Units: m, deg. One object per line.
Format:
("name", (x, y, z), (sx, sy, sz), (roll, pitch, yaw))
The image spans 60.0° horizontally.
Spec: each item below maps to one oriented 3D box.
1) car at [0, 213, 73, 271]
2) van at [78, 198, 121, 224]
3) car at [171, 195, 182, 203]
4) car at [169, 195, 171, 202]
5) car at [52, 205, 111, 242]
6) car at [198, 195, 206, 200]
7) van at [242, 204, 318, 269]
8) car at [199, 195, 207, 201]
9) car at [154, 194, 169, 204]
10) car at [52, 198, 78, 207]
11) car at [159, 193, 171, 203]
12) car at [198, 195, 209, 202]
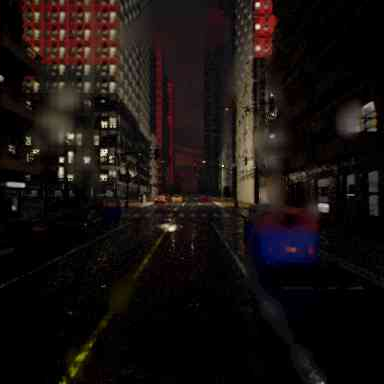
("car", (-5.651, 1.573, 10.829), (1.802, 1.307, 4.206), (1, 0, 0))
("van", (-5.824, 1.323, 21.909), (1.690, 1.788, 3.998), (1, 0, 0))
("car", (-3.045, 1.424, 67.932), (1.882, 1.535, 5.008), (0, 0, 0))
("car", (-5.720, 1.529, 65.551), (1.802, 1.307, 4.206), (1, 0, 0))
("car", (-5.655, 1.553, 16.368), (1.947, 1.339, 4.313), (1, 0, 0))
("car", (2.646, 1.497, 87.926), (1.947, 1.339, 4.313), (1, 0, 0))
("van", (2.701, 1.333, 10.887), (1.690, 1.788, 3.998), (1, 0, 0))
("car", (2.650, 1.461, 82.519), (1.752, 1.417, 4.829), (1, 0, 0))
("car", (-5.714, 1.392, 59.976), (1.967, 1.590, 4.097), (1, 0, 0))
("car", (-16.521, 1.460, 44.549), (4.097, 1.590, 1.967), (0, -1, 0))
("car", (-5.719, 1.258, 71.126), (2.192, 1.841, 5.009), (1, 0, 0))
("car", (2.656, 1.526, 71.193), (1.802, 1.307, 4.206), (1, 0, 0))
